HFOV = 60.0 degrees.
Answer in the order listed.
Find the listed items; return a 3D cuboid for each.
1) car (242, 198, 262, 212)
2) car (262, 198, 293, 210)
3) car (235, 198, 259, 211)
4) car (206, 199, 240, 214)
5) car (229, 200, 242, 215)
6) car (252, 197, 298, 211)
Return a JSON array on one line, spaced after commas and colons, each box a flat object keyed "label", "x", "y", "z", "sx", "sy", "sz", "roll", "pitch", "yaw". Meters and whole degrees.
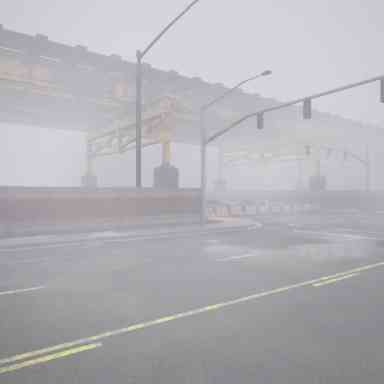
[{"label": "car", "x": 6.084, "y": 1.453, "z": 36.393, "sx": 2.038, "sy": 1.542, "sz": 4.974, "roll": 0, "pitch": 0, "yaw": 18}, {"label": "car", "x": 9.944, "y": 1.295, "z": 40.145, "sx": 4.536, "sy": 1.218, "sz": 1.853, "roll": 0, "pitch": 0, "yaw": -7}, {"label": "car", "x": 6.100, "y": 1.295, "z": 36.442, "sx": 1.853, "sy": 1.218, "sz": 4.536, "roll": 0, "pitch": 0, "yaw": 18}, {"label": "car", "x": 2.288, "y": 1.295, "z": 33.715, "sx": 4.536, "sy": 1.218, "sz": 1.853, "roll": 0, "pitch": 0, "yaw": 8}, {"label": "car", "x": 2.339, "y": 1.453, "z": 33.708, "sx": 4.974, "sy": 1.542, "sz": 2.038, "roll": 0, "pitch": 0, "yaw": 8}, {"label": "car", "x": 9.995, "y": 1.453, "z": 40.152, "sx": 4.974, "sy": 1.542, "sz": 2.038, "roll": 0, "pitch": 0, "yaw": -7}]
